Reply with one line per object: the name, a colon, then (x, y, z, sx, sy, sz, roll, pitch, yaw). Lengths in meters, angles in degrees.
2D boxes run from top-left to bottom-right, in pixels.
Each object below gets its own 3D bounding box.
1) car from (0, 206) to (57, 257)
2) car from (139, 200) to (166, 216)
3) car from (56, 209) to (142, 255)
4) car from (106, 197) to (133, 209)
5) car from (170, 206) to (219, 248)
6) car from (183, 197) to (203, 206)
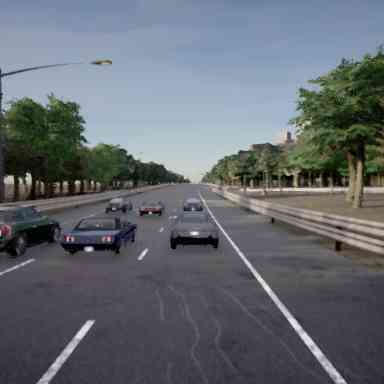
car: (-6.900, 1.337, 12.998, 2.097, 1.767, 4.553, 0, 0, 0)
car: (-3.399, 1.366, 29.400, 1.895, 1.301, 4.718, 0, 1, 0)
car: (-3.400, 1.585, 13.215, 1.895, 1.301, 4.718, 0, 0, 0)
car: (-6.899, 1.235, 31.725, 1.812, 1.442, 4.674, 0, 1, 0)
car: (0.100, 1.542, 14.725, 1.994, 1.385, 4.181, 0, 0, 0)
car: (0.101, 1.237, 31.644, 1.812, 1.442, 4.674, 0, 1, 0)
